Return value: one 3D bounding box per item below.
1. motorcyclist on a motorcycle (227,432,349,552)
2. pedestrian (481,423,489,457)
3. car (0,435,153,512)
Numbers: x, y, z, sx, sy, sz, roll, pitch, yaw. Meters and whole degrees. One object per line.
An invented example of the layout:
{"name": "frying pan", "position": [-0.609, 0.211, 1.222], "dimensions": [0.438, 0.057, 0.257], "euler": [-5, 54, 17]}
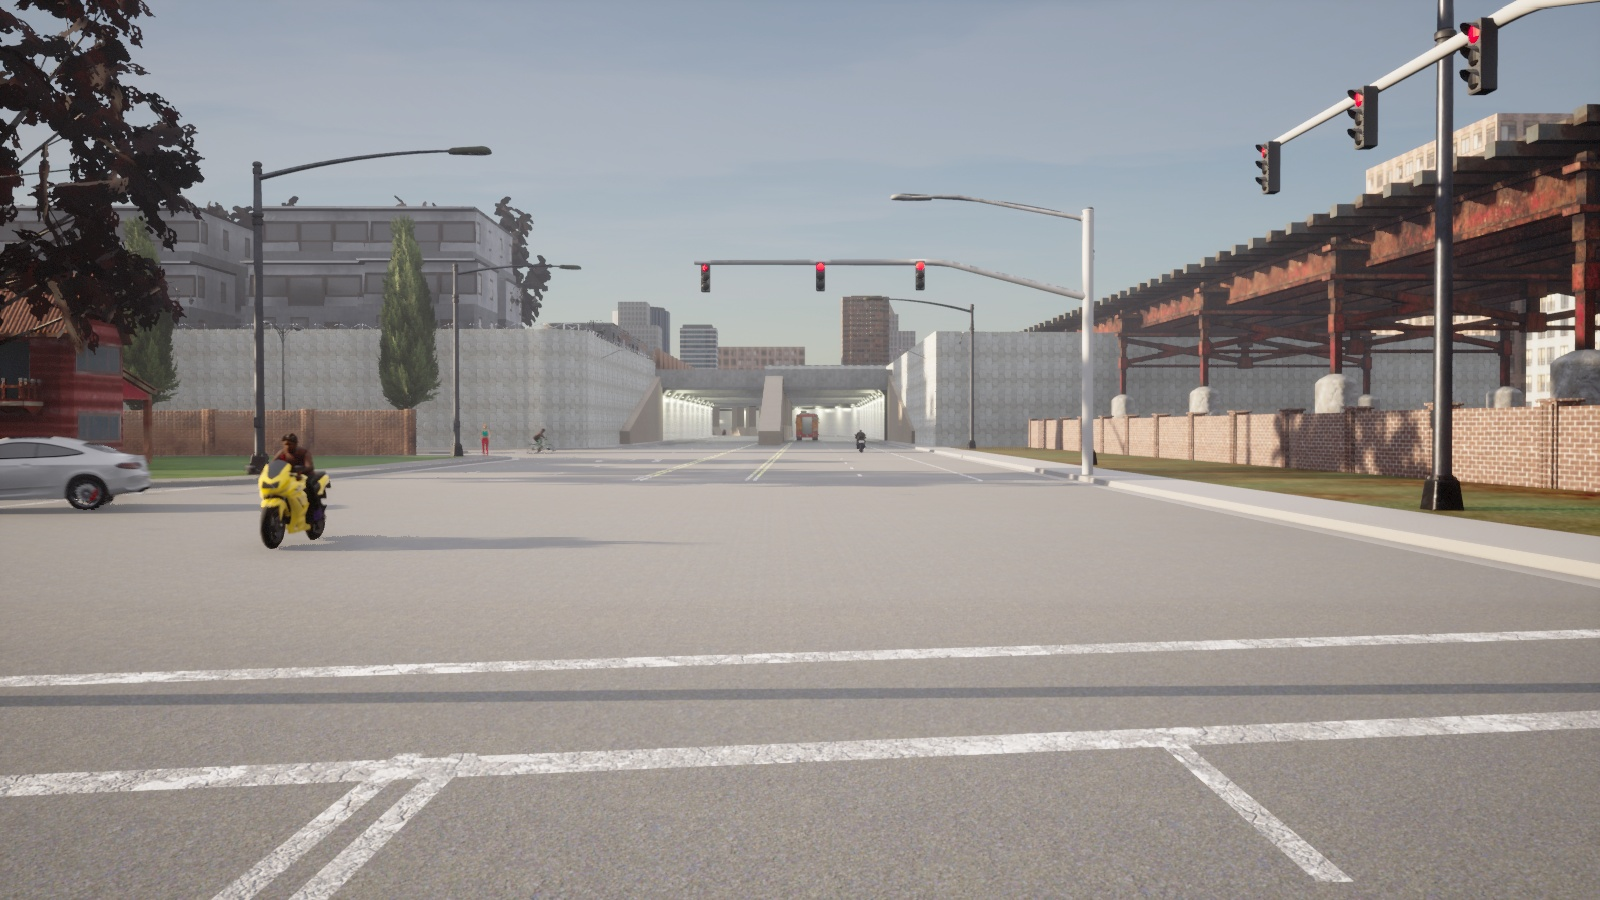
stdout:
{"name": "motorcyclist on a motorcycle", "position": [-6.889, 0.519, 17.009], "dimensions": [0.797, 1.523, 2.044], "euler": [0, 1, 0]}
{"name": "pedestrian", "position": [-17.218, -0.557, 68.616], "dimensions": [0.345, 1.836, 0.594], "euler": [0, 1, -4]}
{"name": "car", "position": [-15.503, 0.435, 24.771], "dimensions": [4.674, 1.442, 1.812], "euler": [-1, 1, -21]}
